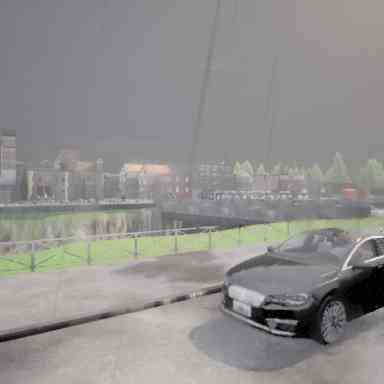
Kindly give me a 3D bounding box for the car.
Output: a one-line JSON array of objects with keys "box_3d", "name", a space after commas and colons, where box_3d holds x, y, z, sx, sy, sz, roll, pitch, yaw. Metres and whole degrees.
[{"box_3d": [2.746, 1.492, 6.451, 4.902, 1.511, 2.128, 0, 0, -36], "name": "car"}]
